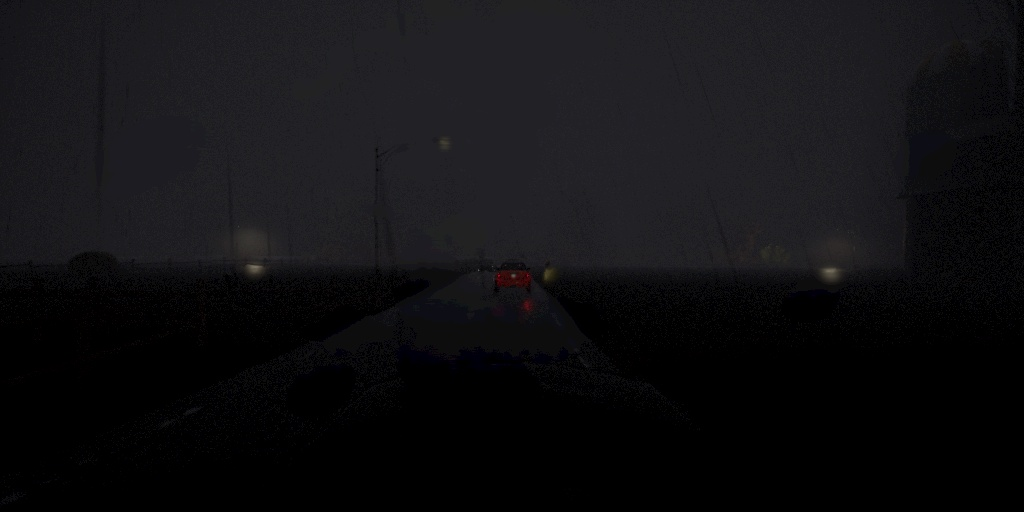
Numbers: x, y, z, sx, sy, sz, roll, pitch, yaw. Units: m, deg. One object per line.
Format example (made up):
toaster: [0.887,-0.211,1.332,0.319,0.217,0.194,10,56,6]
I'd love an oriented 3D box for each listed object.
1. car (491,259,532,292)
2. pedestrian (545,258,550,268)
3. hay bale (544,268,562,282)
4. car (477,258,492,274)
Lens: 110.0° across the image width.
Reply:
car: [0.081,1.094,21.538,2.097,1.767,4.553,0,0,0]
pedestrian: [2.820,1.040,28.592,0.375,1.860,0.375,0,1,-1]
hay bale: [3.120,1.394,27.469,1.220,1.180,1.240,0,0,0]
car: [-2.845,1.069,41.430,2.097,1.767,4.553,0,0,0]
